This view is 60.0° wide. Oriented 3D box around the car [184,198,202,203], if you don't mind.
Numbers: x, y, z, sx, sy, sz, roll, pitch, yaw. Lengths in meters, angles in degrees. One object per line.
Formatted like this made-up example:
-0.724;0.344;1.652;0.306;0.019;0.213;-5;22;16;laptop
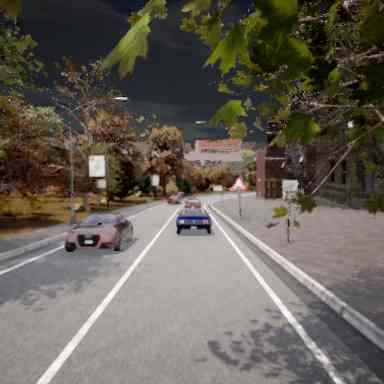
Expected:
0.111;1.420;37.290;1.812;1.442;4.674;0;2;0;car

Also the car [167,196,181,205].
-2.992;1.339;55.795;1.882;1.535;5.008;0;1;5;car

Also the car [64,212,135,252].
-3.600;1.539;13.570;1.994;1.385;4.181;0;0;0;car

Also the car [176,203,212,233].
0.098;1.565;19.426;1.895;1.301;4.718;0;0;0;car
